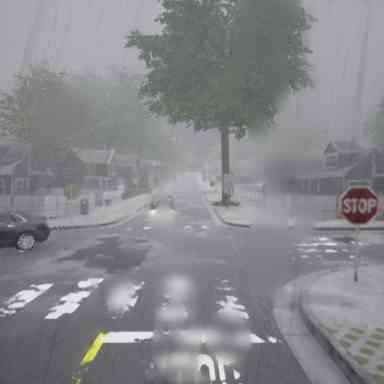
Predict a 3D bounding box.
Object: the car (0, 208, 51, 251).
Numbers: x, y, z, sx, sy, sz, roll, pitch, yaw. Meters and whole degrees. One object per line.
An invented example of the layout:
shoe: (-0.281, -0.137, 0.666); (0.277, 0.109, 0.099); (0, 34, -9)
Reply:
car: (-7.472, 1.359, 11.447); (4.892, 1.490, 1.837); (-2, 4, -42)

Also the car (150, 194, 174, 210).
car: (-2.685, 0.848, 30.764); (1.994, 1.385, 4.181); (0, 2, 0)
